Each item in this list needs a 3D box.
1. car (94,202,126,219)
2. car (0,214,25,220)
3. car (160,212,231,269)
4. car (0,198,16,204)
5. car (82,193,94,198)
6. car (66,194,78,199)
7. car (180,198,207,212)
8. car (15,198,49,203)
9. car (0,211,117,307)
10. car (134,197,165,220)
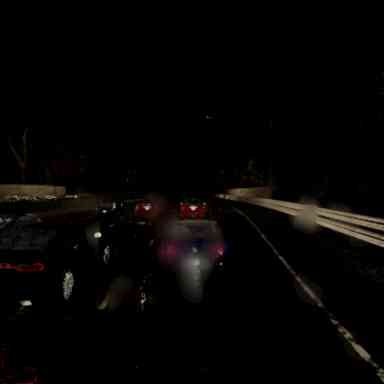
[{"bbox_3d":[-6.903,1.495,28.273,1.994,1.385,4.181,0,0,0],"label":"car"},{"bbox_3d":[-6.905,1.530,12.827,1.994,1.385,4.181,0,0,0],"label":"car"},{"bbox_3d":[0.093,1.572,10.940,1.895,1.301,4.718,0,0,0],"label":"car"},{"bbox_3d":[-21.082,1.403,38.710,2.128,1.511,4.902,0,0,0],"label":"car"},{"bbox_3d":[-24.493,0.981,78.242,1.837,1.490,4.892,0,0,0],"label":"car"},{"bbox_3d":[-27.993,1.143,77.636,1.812,1.442,4.674,0,0,0],"label":"car"},{"bbox_3d":[0.096,1.285,27.480,2.097,1.767,4.553,0,0,0],"label":"car"},{"bbox_3d":[-17.587,1.461,38.157,2.033,1.411,5.357,0,0,0],"label":"car"},{"bbox_3d":[-3.415,1.456,8.086,1.882,1.535,5.008,0,0,0],"label":"car"},{"bbox_3d":[-3.405,1.285,27.453,2.097,1.767,4.553,0,0,0],"label":"car"}]
